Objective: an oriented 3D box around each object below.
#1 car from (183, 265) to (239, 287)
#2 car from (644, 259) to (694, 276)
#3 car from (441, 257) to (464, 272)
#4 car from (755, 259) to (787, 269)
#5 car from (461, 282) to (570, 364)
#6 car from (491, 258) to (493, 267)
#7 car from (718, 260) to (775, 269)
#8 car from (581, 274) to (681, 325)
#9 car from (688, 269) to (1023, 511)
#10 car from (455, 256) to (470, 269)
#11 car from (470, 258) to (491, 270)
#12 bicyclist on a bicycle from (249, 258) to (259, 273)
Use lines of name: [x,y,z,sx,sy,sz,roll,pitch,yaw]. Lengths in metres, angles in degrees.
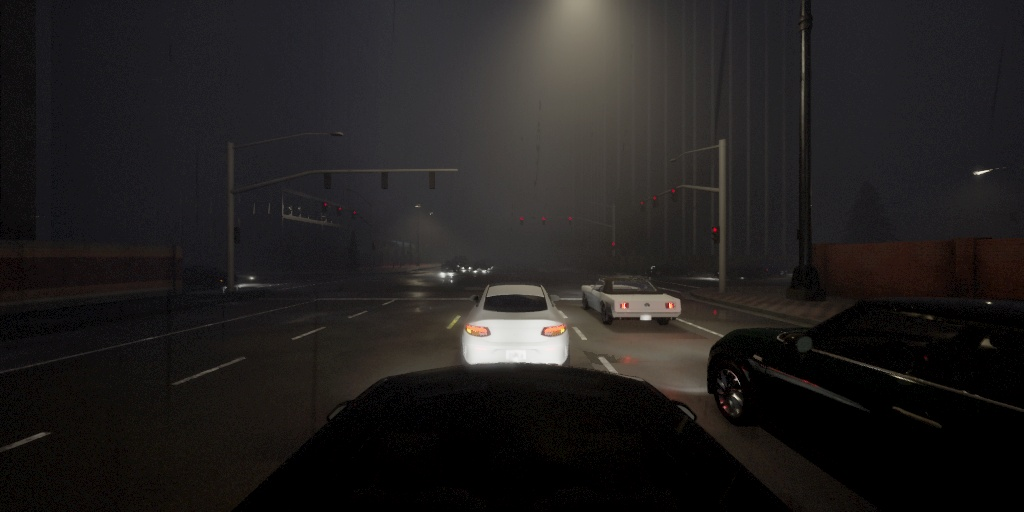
car: [-20.910,1.314,24.057,4.181,1.385,1.994,0,0,-1]
car: [15.343,1.102,35.106,4.553,1.767,2.097,0,0,0]
car: [-7.885,1.241,46.213,2.128,1.511,4.902,0,0,1]
car: [24.235,1.102,35.186,4.553,1.767,2.097,0,0,0]
car: [0.060,1.276,7.538,1.812,1.442,4.674,0,0,0]
car: [-4.538,1.275,59.394,1.812,1.442,4.674,0,0,-1]
car: [20.194,1.314,31.651,4.181,1.385,1.994,0,0,-1]
car: [3.564,1.351,11.755,1.895,1.301,4.718,0,0,0]
car: [3.600,1.102,2.853,2.097,1.767,4.553,0,0,0]
car: [-7.991,0.971,56.059,2.150,2.045,5.566,0,0,-1]
car: [-4.416,1.314,50.778,1.994,1.385,4.181,0,0,-1]
bicyclist on a bicycle: [-28.403,1.051,39.478,0.582,1.620,1.656,0,0,-1]
